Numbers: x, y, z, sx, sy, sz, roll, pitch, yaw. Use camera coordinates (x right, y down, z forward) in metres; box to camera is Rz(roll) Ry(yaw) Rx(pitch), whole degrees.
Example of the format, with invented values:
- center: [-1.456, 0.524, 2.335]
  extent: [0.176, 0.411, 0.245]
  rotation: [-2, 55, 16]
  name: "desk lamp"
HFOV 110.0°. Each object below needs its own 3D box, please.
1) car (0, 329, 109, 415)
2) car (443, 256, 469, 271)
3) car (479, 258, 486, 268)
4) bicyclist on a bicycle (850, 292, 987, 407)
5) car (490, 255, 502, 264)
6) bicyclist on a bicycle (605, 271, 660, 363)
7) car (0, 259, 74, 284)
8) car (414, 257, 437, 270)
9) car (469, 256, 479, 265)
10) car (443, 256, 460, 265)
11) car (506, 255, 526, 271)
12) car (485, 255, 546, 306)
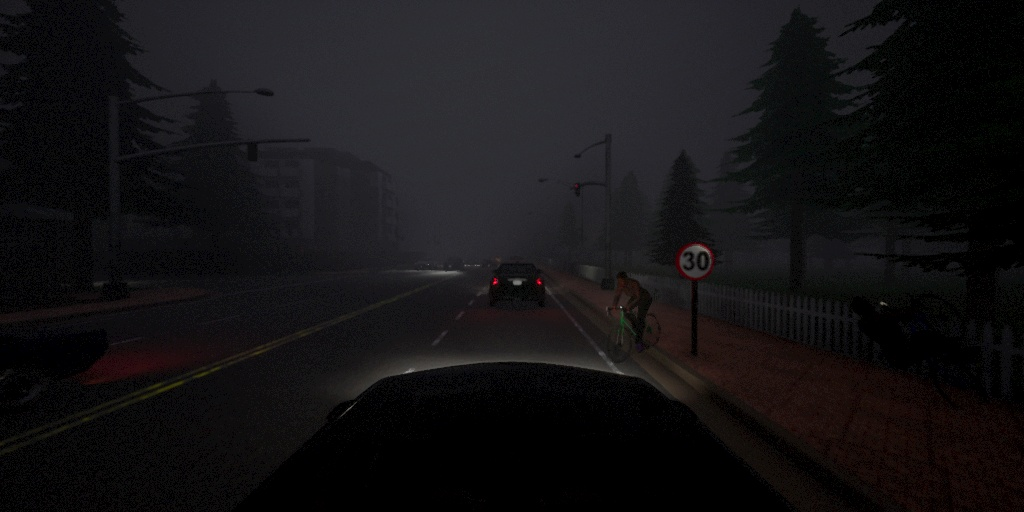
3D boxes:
- center: [-7.071, 1.327, 3.148]
  extent: [1.895, 1.301, 4.718]
  rotation: [0, 1, 1]
  name: "car"
- center: [-6.709, 0.861, 41.510]
  extent: [2.128, 1.511, 4.902]
  rotation: [0, 1, 1]
  name: "car"
- center: [-2.949, 0.911, 48.468]
  extent: [1.895, 1.301, 4.718]
  rotation: [0, 1, 1]
  name: "car"
- center: [5.338, 1.065, 4.746]
  extent: [1.620, 1.656, 0.582]
  rotation: [21, -28, 2]
  name: "bicyclist on a bicycle"
- center: [-2.789, 0.638, 64.665]
  extent: [1.882, 1.535, 5.008]
  rotation: [0, 0, 1]
  name: "car"
- center: [2.278, 1.082, 6.798]
  extent: [1.656, 1.620, 0.582]
  rotation: [-10, 3, -36]
  name: "bicyclist on a bicycle"
- center: [-29.802, 0.951, 22.609]
  extent: [5.008, 1.535, 1.882]
  rotation: [0, 1, 1]
  name: "car"
- center: [-10.190, 0.879, 42.766]
  extent: [1.812, 1.442, 4.674]
  rotation: [0, 1, 1]
  name: "car"
- center: [-6.476, 0.727, 59.624]
  extent: [1.812, 1.442, 4.674]
  rotation: [0, 0, 1]
  name: "car"
- center: [-9.984, 0.705, 59.315]
  extent: [1.837, 1.490, 4.892]
  rotation: [0, 0, 1]
  name: "car"
- center: [0.469, 0.732, 41.451]
  extent: [2.097, 1.767, 4.553]
  rotation: [0, 0, 1]
  name: "car"
- center: [0.215, 0.978, 15.049]
  extent: [2.097, 1.767, 4.553]
  rotation: [0, 1, 1]
  name: "car"
